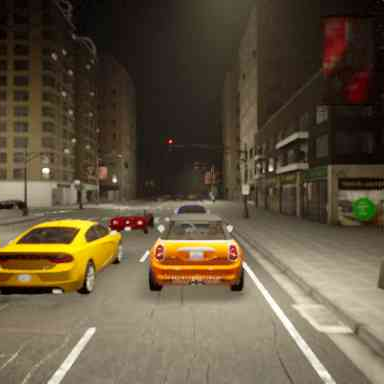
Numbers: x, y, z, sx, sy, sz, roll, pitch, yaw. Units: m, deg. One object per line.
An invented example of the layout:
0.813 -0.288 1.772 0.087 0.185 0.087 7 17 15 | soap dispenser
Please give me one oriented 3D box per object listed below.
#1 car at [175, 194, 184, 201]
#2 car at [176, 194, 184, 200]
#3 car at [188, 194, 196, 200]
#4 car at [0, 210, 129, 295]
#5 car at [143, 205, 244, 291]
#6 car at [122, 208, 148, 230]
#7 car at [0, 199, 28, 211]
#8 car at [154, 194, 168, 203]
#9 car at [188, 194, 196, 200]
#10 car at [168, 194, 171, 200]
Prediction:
-3.289 1.471 82.121 1.837 1.490 4.892 0 0 0 | car
-3.295 1.340 92.543 1.882 1.535 5.008 0 0 0 | car
-0.045 1.402 92.545 2.033 1.411 5.357 0 0 0 | car
-3.154 1.470 8.759 1.882 1.535 5.008 0 0 0 | car
0.095 1.345 9.132 2.097 1.767 4.553 0 0 0 | car
-3.258 1.586 19.179 1.895 1.301 4.718 0 0 0 | car
-22.168 1.560 40.291 4.313 1.339 1.947 0 0 0 | car
-6.533 1.496 68.800 1.812 1.442 4.674 0 0 0 | car
-0.039 1.327 82.510 2.097 1.767 4.553 0 0 0 | car
-6.541 1.197 85.270 2.097 1.767 4.553 0 0 0 | car
